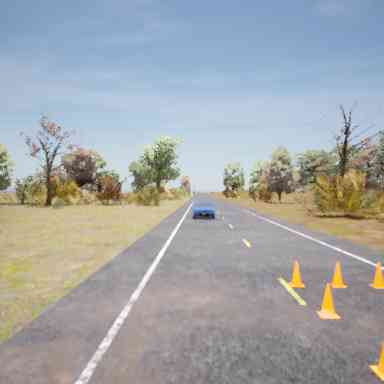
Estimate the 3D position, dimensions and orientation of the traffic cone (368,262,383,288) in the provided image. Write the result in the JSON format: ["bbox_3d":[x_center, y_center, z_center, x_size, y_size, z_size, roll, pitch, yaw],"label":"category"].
[{"bbox_3d":[4.568,2.019,8.136,0.340,0.580,0.340,1,0,1],"label":"traffic cone"}]

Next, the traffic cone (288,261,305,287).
[{"bbox_3d":[2.568,1.992,8.179,0.340,0.580,0.340,1,0,1],"label":"traffic cone"}]

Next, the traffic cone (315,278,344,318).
[{"bbox_3d":[2.524,1.991,6.180,0.340,0.580,0.340,1,0,1],"label":"traffic cone"}]

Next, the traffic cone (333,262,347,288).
[{"bbox_3d":[3.568,2.006,8.157,0.340,0.580,0.340,1,0,1],"label":"traffic cone"}]

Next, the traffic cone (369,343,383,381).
[{"bbox_3d":[2.481,1.990,4.180,0.340,0.580,0.340,1,0,1],"label":"traffic cone"}]

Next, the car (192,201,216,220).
[{"bbox_3d":[1.016,1.490,28.846,1.882,1.535,5.008,1,0,1],"label":"car"}]
